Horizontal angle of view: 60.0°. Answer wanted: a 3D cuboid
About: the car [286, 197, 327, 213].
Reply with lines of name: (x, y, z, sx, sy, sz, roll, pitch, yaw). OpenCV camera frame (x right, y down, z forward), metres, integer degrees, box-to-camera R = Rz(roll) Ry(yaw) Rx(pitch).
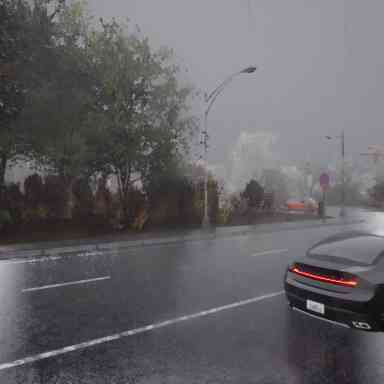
car: (12.533, 1.352, 36.838, 2.097, 1.767, 4.553, 0, 0, -32)

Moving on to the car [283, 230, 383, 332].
car: (3.858, 1.505, 6.489, 4.892, 1.490, 1.837, 0, 0, -35)

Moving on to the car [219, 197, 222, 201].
car: (4.527, 1.354, 69.521, 1.994, 1.385, 4.181, 0, 1, -33)
